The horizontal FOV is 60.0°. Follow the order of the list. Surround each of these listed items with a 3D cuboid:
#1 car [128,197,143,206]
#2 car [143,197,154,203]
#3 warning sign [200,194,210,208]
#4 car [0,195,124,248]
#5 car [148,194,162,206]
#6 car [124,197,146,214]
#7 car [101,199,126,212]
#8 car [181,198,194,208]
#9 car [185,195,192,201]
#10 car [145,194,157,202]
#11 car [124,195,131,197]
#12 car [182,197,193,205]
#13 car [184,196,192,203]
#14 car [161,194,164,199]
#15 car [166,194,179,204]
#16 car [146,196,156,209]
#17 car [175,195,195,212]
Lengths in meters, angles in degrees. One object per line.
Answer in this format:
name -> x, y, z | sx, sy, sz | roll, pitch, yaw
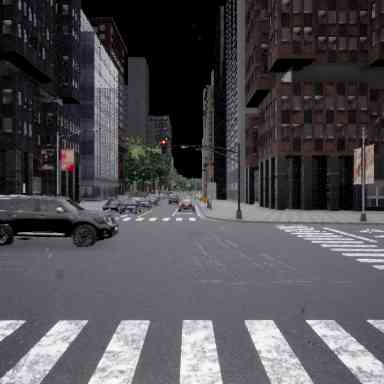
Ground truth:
car -> -9.246, 1.570, 55.026 | 1.752, 1.417, 4.829 | 0, 0, 0
car -> -9.355, 1.669, 71.474 | 1.802, 1.307, 4.206 | 0, 0, 0
warning sign -> 1.672, 1.132, 42.659 | 1.300, 1.860, 1.060 | 0, 0, 0
car -> -6.002, 1.165, 14.105 | 5.566, 2.045, 2.150 | 1, 0, -1
car -> -6.571, 1.551, 55.547 | 1.837, 1.490, 4.892 | 0, 0, 0
car -> -6.459, 1.548, 35.399 | 2.033, 1.411, 5.357 | 0, 0, -1
car -> -9.139, 1.574, 38.919 | 1.947, 1.339, 4.313 | 0, 0, 0
car -> -0.686, 1.614, 49.822 | 1.802, 1.307, 4.206 | 0, 0, 0
car -> -0.939, 1.574, 87.797 | 1.967, 1.590, 4.097 | 0, 0, 0
car -> -9.392, 1.417, 76.900 | 2.192, 1.841, 5.009 | 0, 0, 0
car -> -9.176, 1.335, 44.345 | 2.192, 1.841, 5.009 | 0, 0, 0
car -> -0.758, 1.603, 60.672 | 1.887, 1.381, 4.507 | 0, 0, 0
car -> -0.832, 1.613, 71.692 | 1.752, 1.417, 4.829 | 0, 0, 0
car -> -9.465, 1.449, 87.752 | 2.192, 1.841, 5.009 | 0, 0, 0
car -> -3.433, 1.570, 63.265 | 1.837, 1.490, 4.892 | 0, 0, -1
car -> -6.523, 1.586, 45.354 | 1.994, 1.385, 4.181 | 0, 0, -1
car -> -0.615, 1.448, 38.973 | 1.967, 1.590, 4.097 | 0, 0, 0
